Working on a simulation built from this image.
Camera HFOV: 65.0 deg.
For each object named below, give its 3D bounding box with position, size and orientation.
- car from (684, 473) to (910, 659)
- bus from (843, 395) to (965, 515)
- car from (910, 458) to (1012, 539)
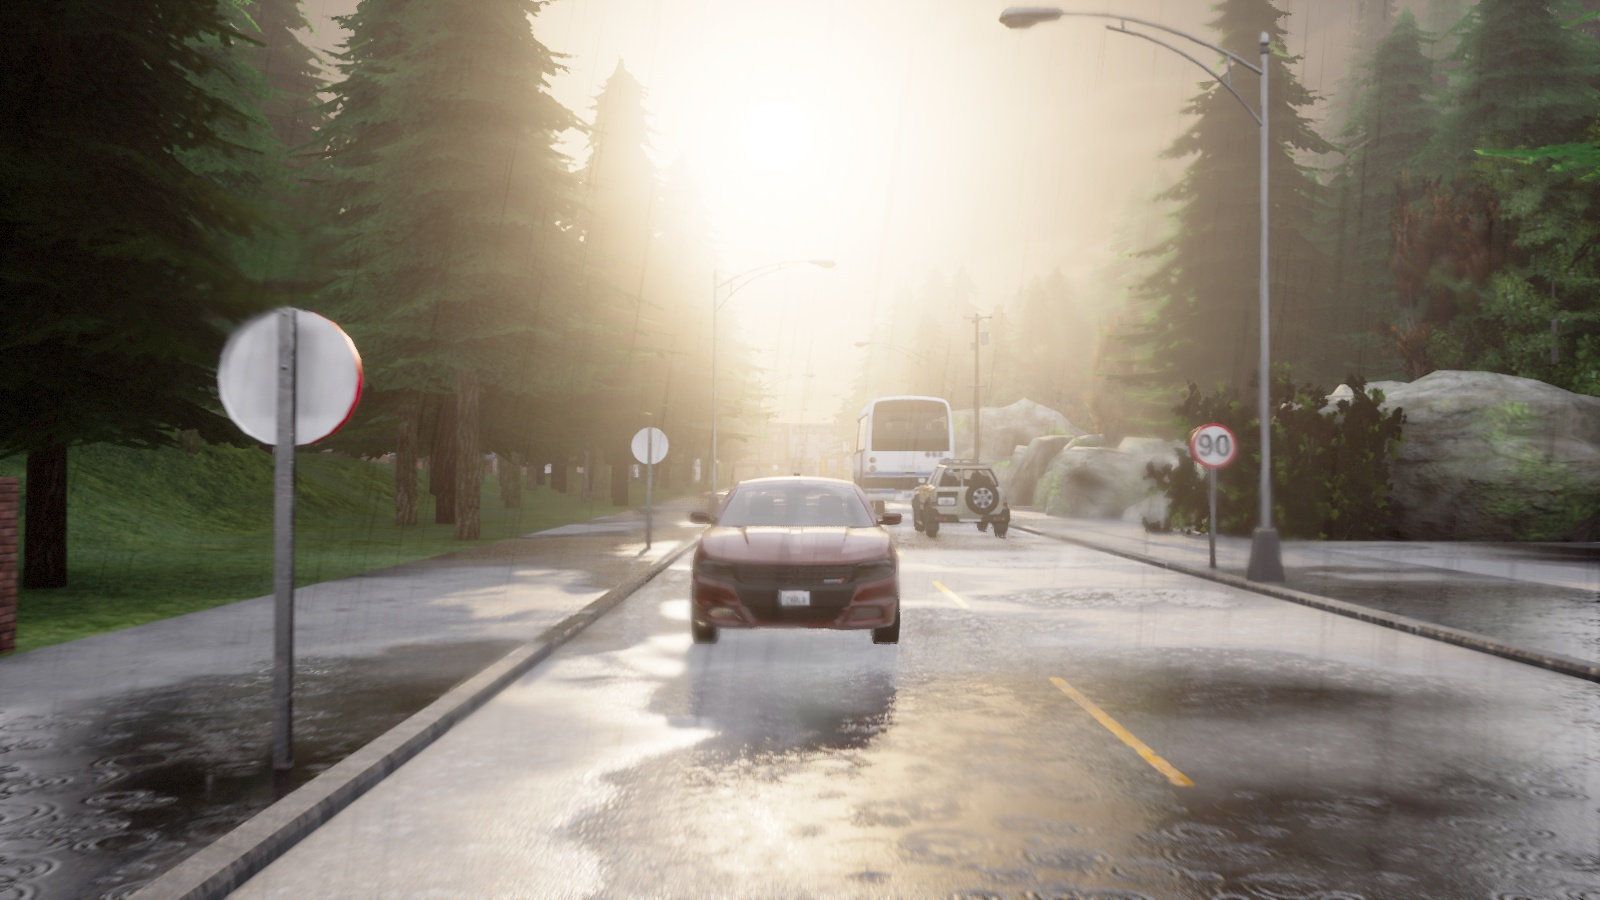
[{"bbox_3d":[-0.033,1.009,12.966,1.882,1.535,5.008,0,-1,0],"label":"car"},{"bbox_3d":[3.898,0.259,50.046,3.944,4.253,10.273,0,-1,0],"label":"bus"},{"bbox_3d":[3.924,1.142,31.343,1.932,1.855,4.605,0,0,0],"label":"car"}]
